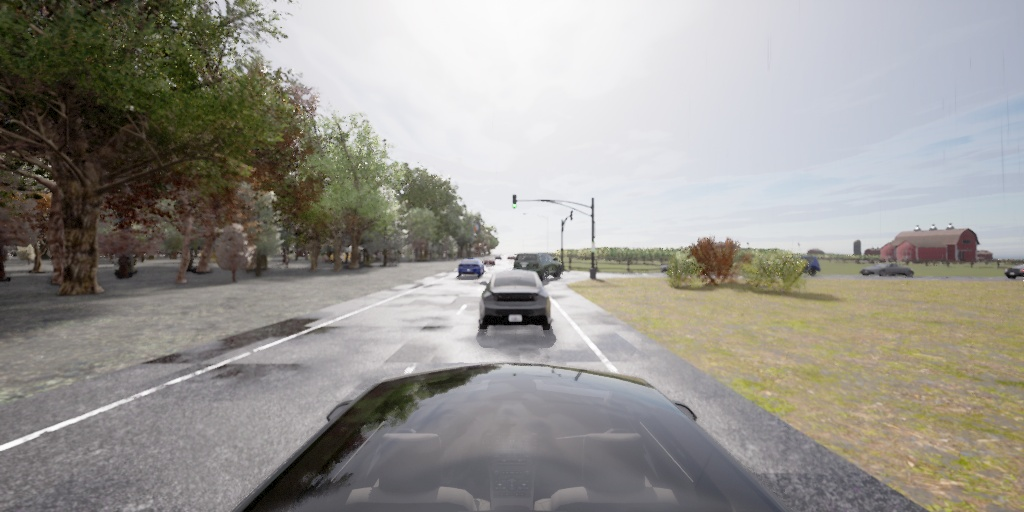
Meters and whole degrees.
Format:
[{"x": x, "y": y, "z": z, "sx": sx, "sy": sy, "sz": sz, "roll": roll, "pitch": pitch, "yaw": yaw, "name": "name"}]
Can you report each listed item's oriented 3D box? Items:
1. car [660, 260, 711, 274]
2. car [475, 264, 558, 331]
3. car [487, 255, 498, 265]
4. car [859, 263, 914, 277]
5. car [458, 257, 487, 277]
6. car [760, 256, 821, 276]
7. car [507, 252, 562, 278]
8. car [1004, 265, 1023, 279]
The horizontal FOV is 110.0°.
[{"x": 17.894, "y": 1.166, "z": 37.036, "sx": 4.892, "sy": 1.490, "sz": 1.837, "roll": 1, "pitch": 0, "yaw": 1, "name": "car"}, {"x": 0.076, "y": 1.171, "z": 10.722, "sx": 1.837, "sy": 1.490, "sz": 4.892, "roll": 0, "pitch": 1, "yaw": 0, "name": "car"}, {"x": -3.541, "y": 0.842, "z": 55.071, "sx": 1.895, "sy": 1.301, "sz": 4.718, "roll": 0, "pitch": 1, "yaw": 0, "name": "car"}, {"x": 38.552, "y": 1.449, "z": 36.956, "sx": 4.181, "sy": 1.385, "sz": 1.994, "roll": 1, "pitch": 0, "yaw": 1, "name": "car"}, {"x": -3.478, "y": 0.951, "z": 31.049, "sx": 1.882, "sy": 1.535, "sz": 5.008, "roll": 0, "pitch": 1, "yaw": 0, "name": "car"}, {"x": 28.551, "y": 0.999, "z": 36.997, "sx": 5.566, "sy": 2.045, "sz": 2.150, "roll": 1, "pitch": 0, "yaw": 0, "name": "car"}, {"x": 2.008, "y": 0.735, "z": 27.108, "sx": 2.150, "sy": 2.045, "sz": 5.566, "roll": -1, "pitch": 0, "yaw": 25, "name": "car"}, {"x": 48.849, "y": 1.496, "z": 33.359, "sx": 4.674, "sy": 1.442, "sz": 1.812, "roll": 1, "pitch": 0, "yaw": 0, "name": "car"}]
